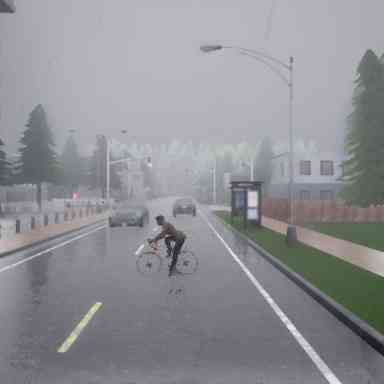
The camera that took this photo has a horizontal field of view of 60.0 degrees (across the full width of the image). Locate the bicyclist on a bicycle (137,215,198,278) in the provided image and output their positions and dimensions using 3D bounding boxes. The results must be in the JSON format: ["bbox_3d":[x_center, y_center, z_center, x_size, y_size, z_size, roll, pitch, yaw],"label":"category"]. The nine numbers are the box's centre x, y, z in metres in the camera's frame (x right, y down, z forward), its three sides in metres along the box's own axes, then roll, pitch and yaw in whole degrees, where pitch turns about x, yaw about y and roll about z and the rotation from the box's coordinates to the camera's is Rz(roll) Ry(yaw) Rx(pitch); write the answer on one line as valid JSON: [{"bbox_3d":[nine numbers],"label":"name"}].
[{"bbox_3d":[-0.671,1.449,8.877,1.656,1.620,0.582,-2,0,-1],"label":"bicyclist on a bicycle"}]

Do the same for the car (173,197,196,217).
[{"bbox_3d":[-0.703,1.351,31.442,2.097,1.767,4.553,0,0,-1],"label":"car"}]

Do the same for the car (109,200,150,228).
[{"bbox_3d":[-4.054,1.351,22.012,2.097,1.767,4.553,0,0,-1],"label":"car"}]
